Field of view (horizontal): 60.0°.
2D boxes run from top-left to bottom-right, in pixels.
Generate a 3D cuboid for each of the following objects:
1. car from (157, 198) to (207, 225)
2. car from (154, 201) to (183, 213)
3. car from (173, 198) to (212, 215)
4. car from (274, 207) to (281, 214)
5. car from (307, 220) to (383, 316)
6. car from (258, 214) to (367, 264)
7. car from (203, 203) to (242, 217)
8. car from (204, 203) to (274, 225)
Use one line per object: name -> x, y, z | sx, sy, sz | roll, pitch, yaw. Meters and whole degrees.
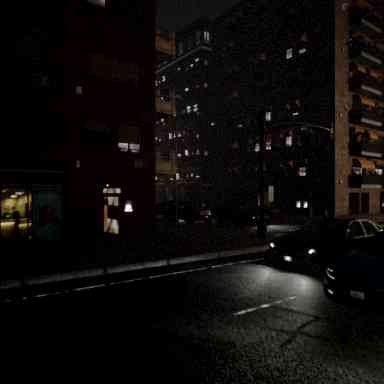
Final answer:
car -> -0.390, 1.586, 27.061 | 2.192, 1.841, 5.009 | -1, 0, -36
car -> -3.280, 2.025, 45.615 | 2.008, 1.369, 4.403 | -1, 0, -36
car -> 0.010, 1.718, 41.128 | 2.192, 1.841, 5.009 | -1, 0, -36
car -> 6.605, 1.844, 32.151 | 1.802, 1.307, 4.206 | -1, 0, -36
car -> 4.851, 1.479, 7.110 | 5.008, 1.535, 1.882 | 0, 0, -35
car -> 4.940, 1.558, 11.159 | 5.357, 1.411, 2.033 | 1, 0, -35
car -> 3.310, 1.899, 36.639 | 1.947, 1.339, 4.313 | -1, 0, -36
car -> 3.580, 1.779, 26.346 | 2.033, 1.411, 5.357 | 0, -1, -34
